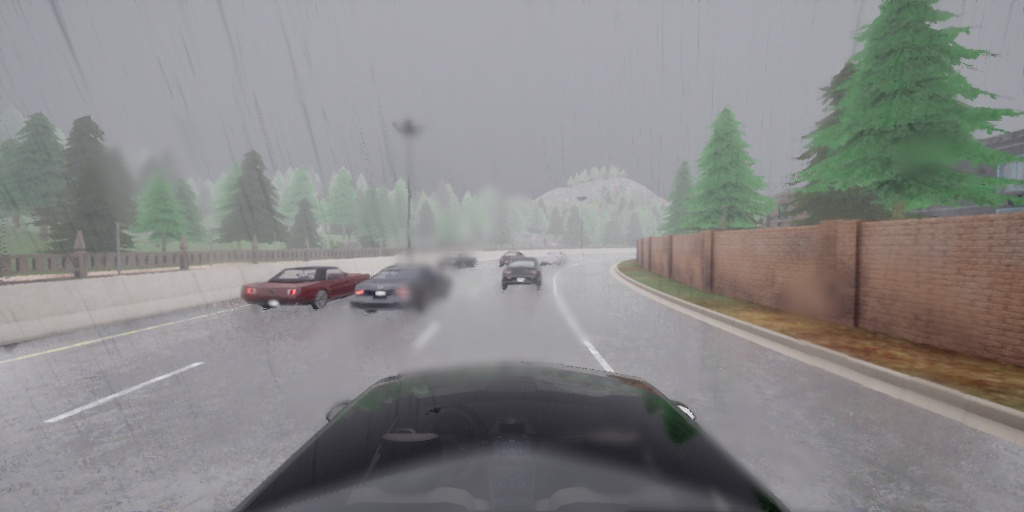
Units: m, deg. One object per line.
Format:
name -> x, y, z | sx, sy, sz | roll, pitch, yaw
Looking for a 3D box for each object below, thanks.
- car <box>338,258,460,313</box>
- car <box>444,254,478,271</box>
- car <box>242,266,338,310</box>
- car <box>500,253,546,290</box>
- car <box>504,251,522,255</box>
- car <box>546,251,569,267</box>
car -> -3.388, 0.970, 12.126 | 2.033, 1.411, 5.357 | 0, 2, 3
car -> -4.377, 0.470, 29.643 | 1.895, 1.301, 4.718 | 0, 2, 13
car -> -6.827, 1.010, 12.670 | 1.895, 1.301, 4.718 | 0, 2, 3
car -> 0.611, 0.772, 17.605 | 1.812, 1.442, 4.674 | 0, 2, 6
car -> 0.224, 0.276, 33.273 | 1.812, 1.442, 4.674 | 0, 2, 16
car -> 4.212, 0.237, 34.382 | 1.812, 1.442, 4.674 | 0, 2, 17
